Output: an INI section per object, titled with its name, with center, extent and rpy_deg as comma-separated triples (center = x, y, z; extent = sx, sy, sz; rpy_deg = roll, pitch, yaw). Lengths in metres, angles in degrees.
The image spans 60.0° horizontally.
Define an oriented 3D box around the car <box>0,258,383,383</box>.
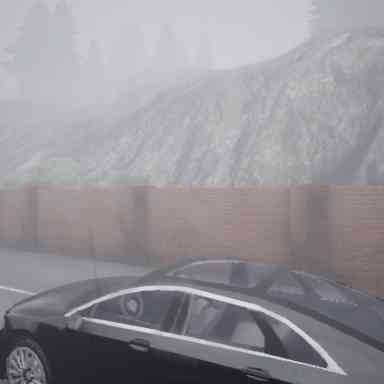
[car]
center = 0.032, 1.491, 3.468
extent = 4.902, 1.511, 2.128
rpy_deg = 0, 0, 29
